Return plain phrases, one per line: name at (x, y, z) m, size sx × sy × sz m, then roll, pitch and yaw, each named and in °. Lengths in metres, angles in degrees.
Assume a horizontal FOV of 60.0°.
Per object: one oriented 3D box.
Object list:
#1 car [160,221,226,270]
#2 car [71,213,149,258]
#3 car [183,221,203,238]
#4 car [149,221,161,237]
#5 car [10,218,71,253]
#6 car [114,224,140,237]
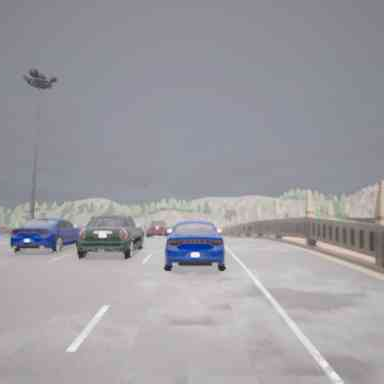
car at (0.093, 1.779, 12.050) m, size 1.882 × 1.535 × 5.008 m, roll 0°, pitch -3°, yaw 0°
car at (-3.409, 1.808, 14.791) m, size 2.097 × 1.767 × 4.553 m, roll 0°, pitch -4°, yaw 0°
car at (0.081, 3.634, 32.026) m, size 1.837 × 1.490 × 4.892 m, roll 0°, pitch -7°, yaw 0°
car at (-3.420, 3.864, 35.050) m, size 2.097 × 1.767 × 4.553 m, roll 0°, pitch -7°, yaw 0°
car at (-6.907, 2.041, 16.409) m, size 1.882 × 1.535 × 5.008 m, roll 0°, pitch -4°, yaw 0°
car at (-6.922, 4.190, 35.931) m, size 1.994 × 1.385 × 4.181 m, roll 0°, pitch -7°, yaw 0°
